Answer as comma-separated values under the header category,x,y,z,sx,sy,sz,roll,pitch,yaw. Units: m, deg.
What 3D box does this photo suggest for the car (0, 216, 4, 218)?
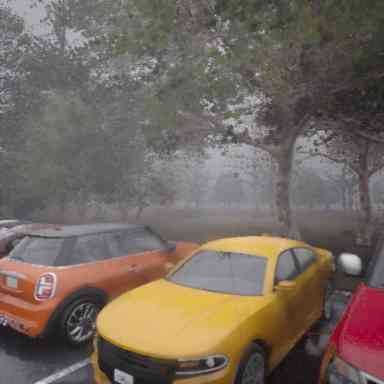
category,x,y,z,sx,sy,sz,roll,pitch,yaw
car,-6.000,1.610,10.046,2.002,1.452,4.674,-1,0,36

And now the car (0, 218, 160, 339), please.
category,x,y,z,sx,sy,sz,roll,pitch,yaw
car,-1.489,1.398,6.784,2.185,1.767,4.553,-1,0,36

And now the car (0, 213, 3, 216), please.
category,x,y,z,sx,sy,sz,roll,pitch,yaw
car,-8.288,1.468,11.637,2.185,1.767,4.553,-1,0,36

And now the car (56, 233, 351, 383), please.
category,x,y,z,sx,sy,sz,roll,pitch,yaw
car,0.801,1.499,5.196,2.097,1.535,5.008,-1,0,36
